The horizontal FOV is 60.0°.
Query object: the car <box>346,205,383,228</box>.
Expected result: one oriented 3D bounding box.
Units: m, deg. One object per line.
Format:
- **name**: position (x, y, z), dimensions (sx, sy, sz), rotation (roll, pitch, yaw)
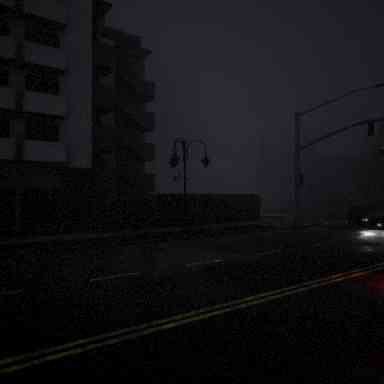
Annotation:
- **car**: position (11.597, 1.547, 22.025), dimensions (2.033, 1.411, 5.357), rotation (0, 0, 14)
